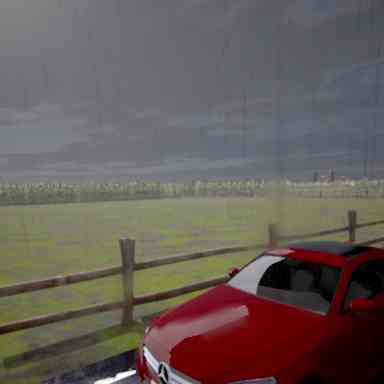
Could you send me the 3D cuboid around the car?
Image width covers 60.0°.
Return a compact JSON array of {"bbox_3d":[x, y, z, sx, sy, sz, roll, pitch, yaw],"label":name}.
[{"bbox_3d":[1.565,1.437,4.285,4.674,1.442,1.812,-2,1,-38],"label":"car"}]
